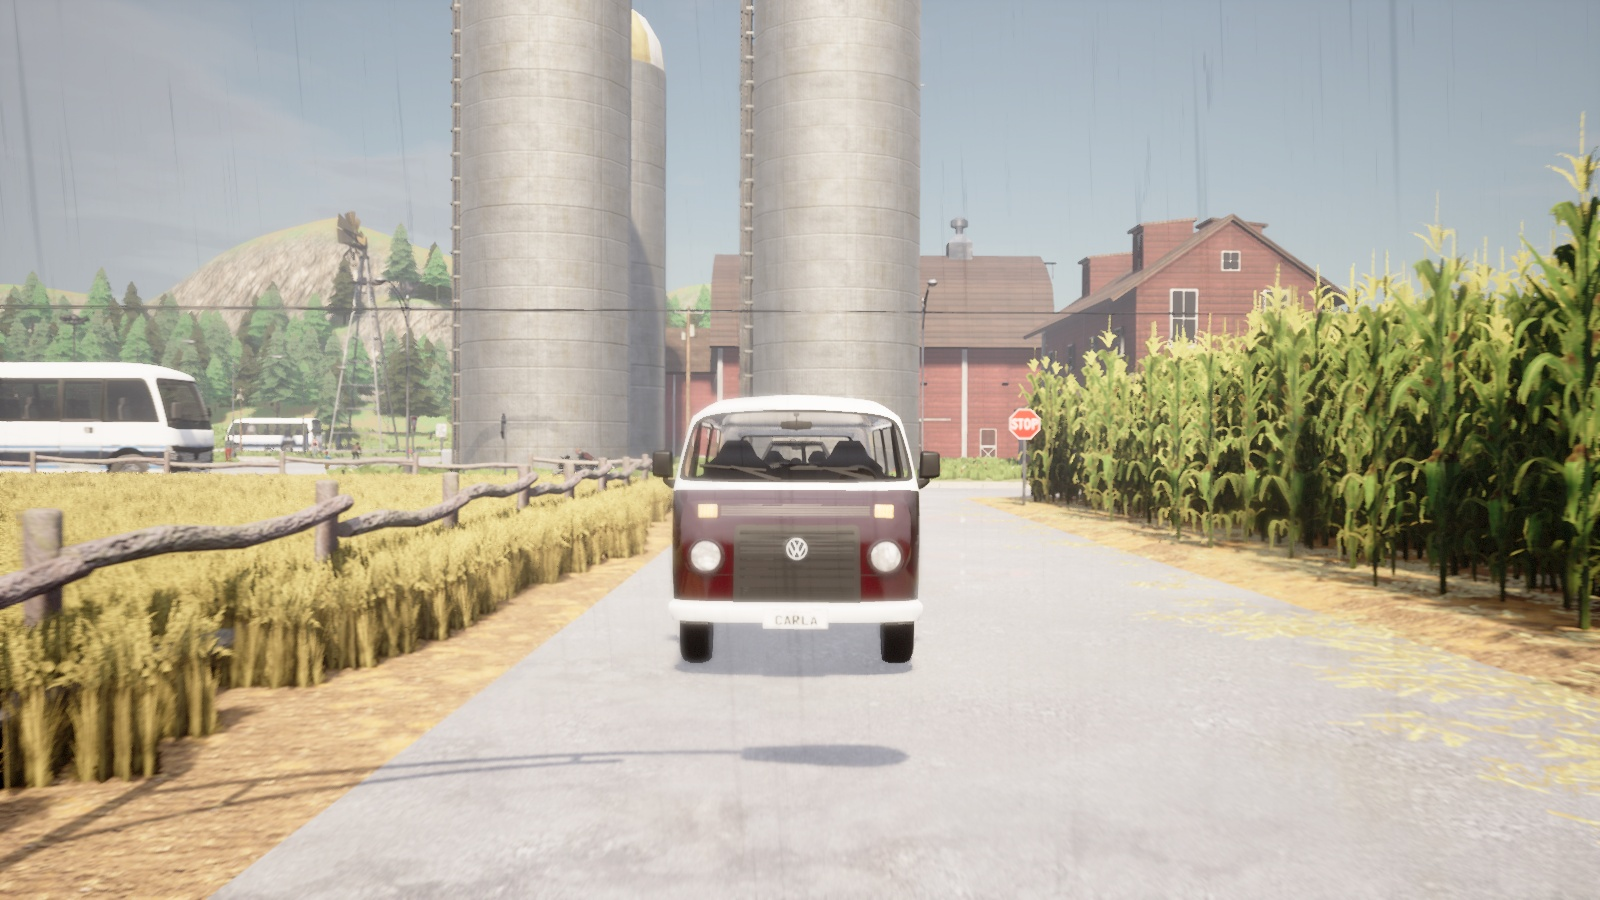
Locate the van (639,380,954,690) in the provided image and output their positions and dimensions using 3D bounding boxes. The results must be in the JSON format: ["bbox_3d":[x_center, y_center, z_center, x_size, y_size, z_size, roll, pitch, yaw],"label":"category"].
[{"bbox_3d":[-0.028,0.562,10.542,2.069,2.038,4.480,0,0,0],"label":"van"}]

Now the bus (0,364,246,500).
[{"bbox_3d":[-24.368,-0.563,41.619,10.273,4.253,3.944,0,0,0],"label":"bus"}]

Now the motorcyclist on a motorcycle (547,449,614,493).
[{"bbox_3d":[-7.871,0.754,44.976,2.191,1.530,0.866,0,1,8],"label":"motorcyclist on a motorcycle"}]
